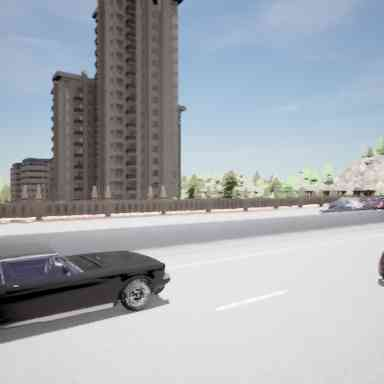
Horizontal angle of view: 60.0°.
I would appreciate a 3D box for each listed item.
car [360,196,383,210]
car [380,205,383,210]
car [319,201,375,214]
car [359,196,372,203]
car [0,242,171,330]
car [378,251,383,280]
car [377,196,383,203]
[{"bbox_3d":[21.603,1.408,38.709,2.097,1.767,4.553,0,0,44],"label":"car"},{"bbox_3d":[11.681,1.500,16.375,4.902,1.511,2.128,0,0,-36],"label":"car"},{"bbox_3d":[11.651,1.615,25.299,4.718,1.301,1.895,0,0,-37],"label":"car"},{"bbox_3d":[39.114,1.750,75.121,1.837,1.490,4.892,0,0,18],"label":"car"},{"bbox_3d":[-2.770,1.602,6.069,4.718,1.301,1.895,0,0,-35],"label":"car"},{"bbox_3d":[6.590,1.564,8.444,4.181,1.385,1.994,0,0,-35],"label":"car"},{"bbox_3d":[42.074,1.642,72.834,1.882,1.535,5.008,0,0,18],"label":"car"}]
